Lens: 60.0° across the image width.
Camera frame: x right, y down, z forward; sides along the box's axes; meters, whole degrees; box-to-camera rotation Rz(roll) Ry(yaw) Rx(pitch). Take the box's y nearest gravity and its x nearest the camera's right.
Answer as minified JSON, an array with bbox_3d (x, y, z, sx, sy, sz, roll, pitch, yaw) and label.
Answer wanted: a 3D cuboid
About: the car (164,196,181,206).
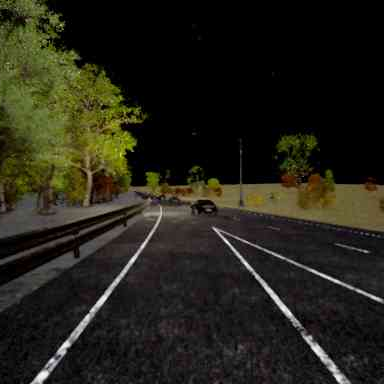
[{"bbox_3d":[-3.075,1.518,55.771,1.837,1.490,4.892,0,0,-10],"label":"car"}]

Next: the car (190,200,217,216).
[{"bbox_3d":[1.073,1.478,32.364,1.882,1.535,5.008,0,0,-10],"label":"car"}]

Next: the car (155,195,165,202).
[{"bbox_3d":[-7.281,1.543,79.522,1.812,1.442,4.674,0,0,-10],"label":"car"}]
